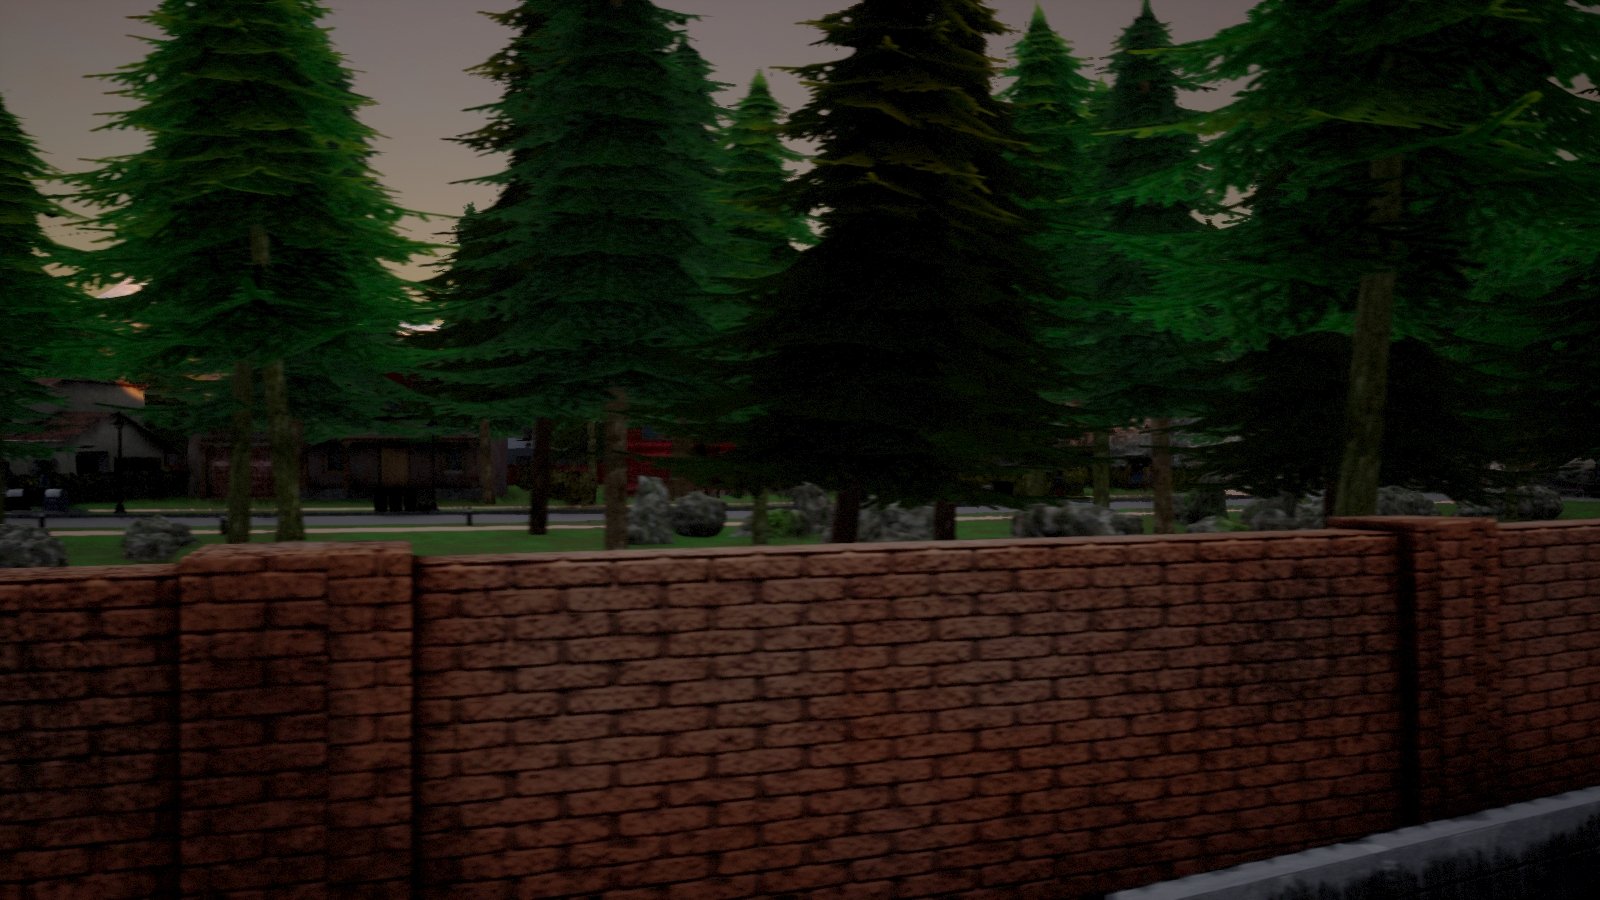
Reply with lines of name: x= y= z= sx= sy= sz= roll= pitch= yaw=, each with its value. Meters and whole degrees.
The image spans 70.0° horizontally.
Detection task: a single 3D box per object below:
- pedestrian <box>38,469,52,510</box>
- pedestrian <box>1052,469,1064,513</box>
pedestrian: x=-34.540 y=1.786 z=52.250 sx=0.375 sy=1.860 sz=0.375 roll=0 pitch=0 yaw=0
pedestrian: x=11.130 y=1.753 z=49.301 sx=0.375 sy=1.860 sz=0.375 roll=0 pitch=0 yaw=-33
